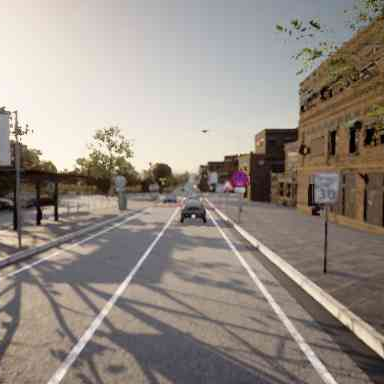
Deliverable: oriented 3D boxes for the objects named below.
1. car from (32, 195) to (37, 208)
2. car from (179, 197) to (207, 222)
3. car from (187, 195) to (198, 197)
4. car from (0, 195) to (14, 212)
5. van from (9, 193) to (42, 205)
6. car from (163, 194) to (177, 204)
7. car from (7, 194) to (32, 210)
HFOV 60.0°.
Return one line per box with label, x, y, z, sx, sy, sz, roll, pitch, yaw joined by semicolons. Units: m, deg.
car;-22.150;1.392;41.111;4.792;1.488;2.163;0;0;0
car;0.100;1.390;25.396;1.837;1.490;4.892;0;1;0
car;0.099;1.068;42.075;2.033;1.411;5.357;0;7;0
car;-22.142;1.406;35.559;4.792;1.488;2.163;0;0;0
van;-22.007;1.129;43.884;4.442;1.987;1.878;0;0;0
car;-3.272;1.068;50.421;1.994;1.385;4.181;0;1;0
car;-21.931;1.366;38.334;5.366;1.575;1.946;0;0;0
